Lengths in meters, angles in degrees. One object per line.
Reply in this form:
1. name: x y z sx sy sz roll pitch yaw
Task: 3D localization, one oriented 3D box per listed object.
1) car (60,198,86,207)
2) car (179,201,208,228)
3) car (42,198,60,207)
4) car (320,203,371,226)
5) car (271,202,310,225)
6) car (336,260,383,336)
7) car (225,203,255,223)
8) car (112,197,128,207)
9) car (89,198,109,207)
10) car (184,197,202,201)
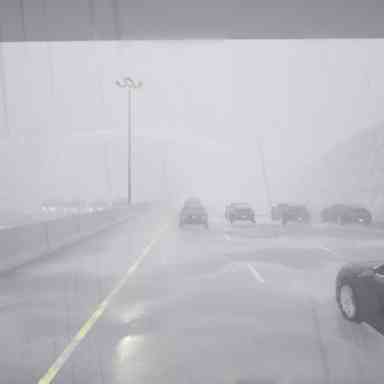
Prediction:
1. car: -17.485 1.614 49.739 1.895 1.301 4.718 0 0 0
2. car: 0.112 1.553 22.422 2.033 1.411 5.357 0 0 0
3. car: -20.981 1.578 50.307 1.994 1.385 4.181 0 0 0
4. car: 10.611 1.511 23.294 1.837 1.490 4.892 0 0 0
5. car: 7.113 1.511 24.372 1.837 1.490 4.892 0 0 0
6. car: 3.602 1.506 4.300 1.837 1.490 4.892 0 0 0
7. car: 3.613 1.532 25.381 1.812 1.442 4.674 0 0 0
8. car: -10.486 1.491 49.620 1.882 1.535 5.008 0 0 0
9. car: -13.980 1.614 50.223 1.895 1.301 4.718 0 0 0
10. car: 0.120 1.362 38.543 2.097 1.767 4.553 0 0 0
